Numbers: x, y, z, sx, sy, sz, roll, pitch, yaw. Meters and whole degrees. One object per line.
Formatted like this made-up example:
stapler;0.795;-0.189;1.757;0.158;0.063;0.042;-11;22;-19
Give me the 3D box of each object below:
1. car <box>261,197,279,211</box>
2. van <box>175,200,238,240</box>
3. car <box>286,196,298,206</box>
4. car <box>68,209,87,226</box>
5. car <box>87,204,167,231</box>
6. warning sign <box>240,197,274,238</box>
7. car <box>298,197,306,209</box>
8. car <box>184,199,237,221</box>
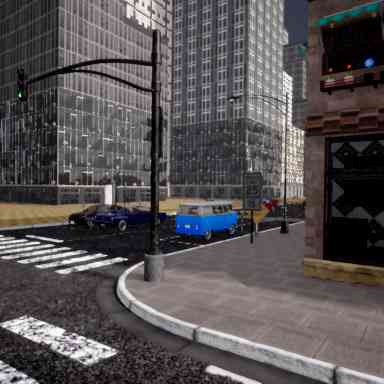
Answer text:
car;7.507;1.506;36.272;1.895;1.301;4.718;1;1;36
van;0.870;1.368;17.009;1.690;1.788;3.998;1;1;36
car;16.443;1.364;53.266;1.752;1.417;4.829;1;1;36
car;-5.954;1.467;21.880;1.947;1.339;4.313;1;1;36
car;-3.744;1.541;20.520;1.895;1.301;4.718;1;1;36
warning sign;3.150;1.177;16.112;1.300;1.860;1.060;1;1;36
car;15.609;1.416;42.227;1.882;1.535;5.008;1;1;36
car;1.647;1.414;28.070;2.128;1.511;4.902;1;1;35
